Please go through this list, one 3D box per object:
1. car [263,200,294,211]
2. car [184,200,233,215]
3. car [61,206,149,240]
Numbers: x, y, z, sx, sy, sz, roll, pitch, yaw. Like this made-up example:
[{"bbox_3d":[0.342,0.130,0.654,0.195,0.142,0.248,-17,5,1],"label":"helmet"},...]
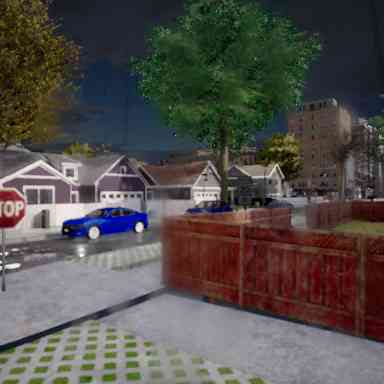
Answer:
[{"bbox_3d":[9.810,1.648,37.557,2.033,1.411,5.357,-1,0,36],"label":"car"},{"bbox_3d":[1.309,1.435,25.801,2.097,1.767,4.553,-1,0,36],"label":"car"},{"bbox_3d":[-4.487,1.552,17.757,1.882,1.535,5.008,-1,0,36],"label":"car"}]
